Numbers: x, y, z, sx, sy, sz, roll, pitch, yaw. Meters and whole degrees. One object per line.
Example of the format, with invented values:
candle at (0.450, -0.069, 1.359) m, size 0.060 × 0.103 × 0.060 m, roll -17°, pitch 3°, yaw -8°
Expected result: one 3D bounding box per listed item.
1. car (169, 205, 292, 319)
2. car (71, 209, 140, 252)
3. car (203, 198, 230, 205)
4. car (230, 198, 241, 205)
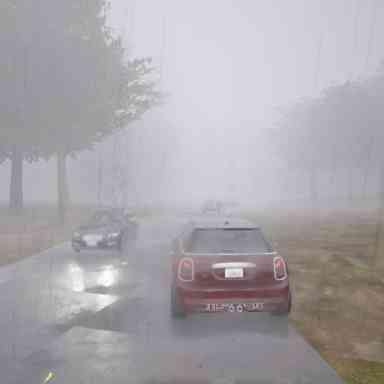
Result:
car at (0.565, 1.352, 7.599) m, size 2.097 × 1.767 × 4.553 m, roll 0°, pitch 0°, yaw -3°
car at (-3.401, 1.492, 13.836) m, size 2.128 × 1.511 × 4.902 m, roll 0°, pitch 0°, yaw 1°
car at (2.394, 1.542, 35.852) m, size 2.033 × 1.411 × 5.357 m, roll 0°, pitch 0°, yaw 14°
car at (5.381, 1.532, 45.731) m, size 1.895 × 1.301 × 4.718 m, roll 0°, pitch 1°, yaw 22°
